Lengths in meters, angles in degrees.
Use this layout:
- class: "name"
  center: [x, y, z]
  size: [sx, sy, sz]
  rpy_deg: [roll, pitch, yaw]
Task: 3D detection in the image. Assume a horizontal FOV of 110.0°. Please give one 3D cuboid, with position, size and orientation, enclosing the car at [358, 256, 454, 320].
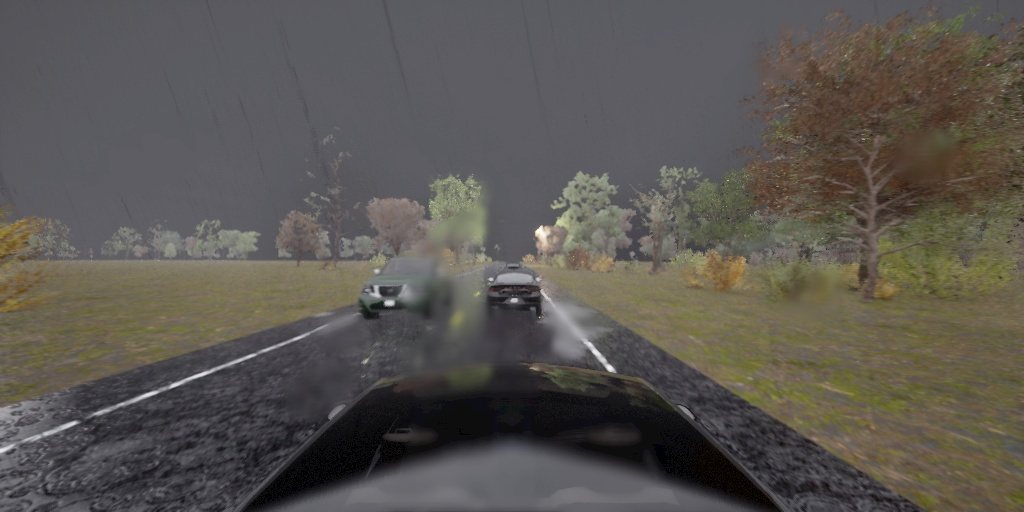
- class: "car"
  center: [-3.497, 0.998, 13.017]
  size: [2.150, 2.045, 5.566]
  rpy_deg: [0, 0, 0]

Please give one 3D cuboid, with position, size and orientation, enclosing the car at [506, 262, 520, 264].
- class: "car"
  center: [0.107, 1.330, 33.869]
  size: [1.837, 1.490, 4.892]
  rpy_deg: [0, 0, 0]

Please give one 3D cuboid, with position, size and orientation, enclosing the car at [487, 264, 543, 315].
- class: "car"
  center: [0.101, 1.256, 13.789]
  size: [1.882, 1.535, 5.008]
  rpy_deg: [0, 0, 0]
